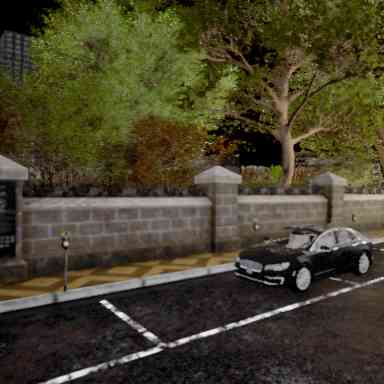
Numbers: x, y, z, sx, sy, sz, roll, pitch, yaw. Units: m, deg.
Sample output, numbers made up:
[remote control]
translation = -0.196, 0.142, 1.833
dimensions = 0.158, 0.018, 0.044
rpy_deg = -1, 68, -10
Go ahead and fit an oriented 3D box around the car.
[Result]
[car]
translation = 3.073, 1.548, 8.748
dimensions = 4.403, 1.369, 2.008
rpy_deg = 0, 0, -36
